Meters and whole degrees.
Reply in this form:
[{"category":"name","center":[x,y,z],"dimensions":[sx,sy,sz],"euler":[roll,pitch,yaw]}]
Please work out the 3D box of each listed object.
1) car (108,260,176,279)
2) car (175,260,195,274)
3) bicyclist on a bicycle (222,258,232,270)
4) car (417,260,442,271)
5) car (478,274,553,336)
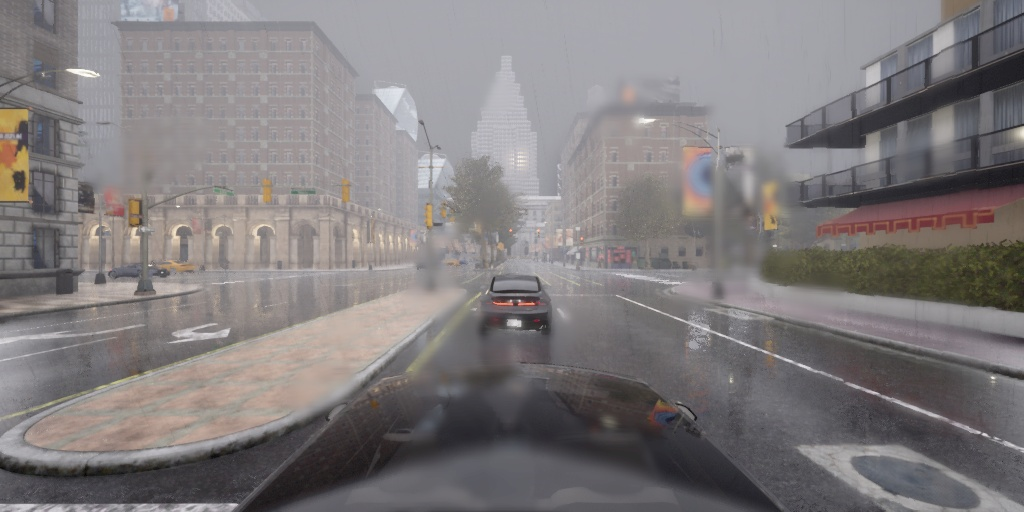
[{"category":"car","center":[-33.556,1.314,32.352],"dimensions":[4.181,1.385,1.994],"euler":[0,0,0]},{"category":"car","center":[-37.969,1.227,39.530],"dimensions":[5.008,1.535,1.882],"euler":[0,0,0]},{"category":"bicyclist on a bicycle","center":[-37.171,1.050,46.808],"dimensions":[0.582,1.620,1.656],"euler":[0,0,0]},{"category":"car","center":[-11.778,1.256,50.388],"dimensions":[1.837,1.490,4.892],"euler":[0,0,5]},{"category":"car","center":[0.101,1.255,10.369],"dimensions":[1.837,1.490,4.892],"euler":[0,0,0]}]
